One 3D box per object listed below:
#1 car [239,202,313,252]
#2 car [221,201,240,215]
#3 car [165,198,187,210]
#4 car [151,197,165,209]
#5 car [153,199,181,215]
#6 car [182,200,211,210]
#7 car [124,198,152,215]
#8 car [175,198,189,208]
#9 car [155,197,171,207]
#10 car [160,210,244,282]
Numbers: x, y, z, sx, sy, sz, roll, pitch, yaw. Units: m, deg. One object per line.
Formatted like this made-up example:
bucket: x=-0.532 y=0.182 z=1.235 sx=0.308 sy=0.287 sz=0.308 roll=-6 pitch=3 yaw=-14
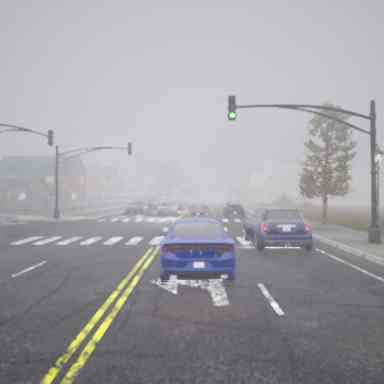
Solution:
car: x=3.510 y=1.398 z=14.337 sx=2.097 sy=1.767 sz=4.553 roll=0 pitch=0 yaw=1
car: x=4.009 y=1.621 z=32.678 sx=1.837 sy=1.490 sz=4.892 roll=0 pitch=0 yaw=2
car: x=-2.155 y=1.737 z=44.661 sx=1.994 sy=1.385 sz=4.181 roll=0 pitch=0 yaw=3
car: x=-5.376 y=1.531 z=45.288 sx=2.097 sy=1.767 sz=4.553 roll=0 pitch=0 yaw=3
car: x=-2.582 y=1.734 z=35.578 sx=1.895 sy=1.301 sz=4.718 roll=0 pitch=0 yaw=2
car: x=0.536 y=1.640 z=26.363 sx=2.033 sy=1.411 sz=5.357 roll=0 pitch=0 yaw=2
car: x=-5.837 y=1.640 z=35.441 sx=1.837 sy=1.490 sz=4.892 roll=0 pitch=0 yaw=2
car: x=-1.541 y=1.750 z=54.904 sx=1.812 sy=1.442 sz=4.674 roll=0 pitch=0 yaw=4
car: x=-4.741 y=1.709 z=55.687 sx=1.882 sy=1.535 sz=5.008 roll=0 pitch=0 yaw=4
car: x=0.112 y=1.509 z=9.953 sx=1.882 sy=1.535 sz=5.008 roll=0 pitch=0 yaw=-1
